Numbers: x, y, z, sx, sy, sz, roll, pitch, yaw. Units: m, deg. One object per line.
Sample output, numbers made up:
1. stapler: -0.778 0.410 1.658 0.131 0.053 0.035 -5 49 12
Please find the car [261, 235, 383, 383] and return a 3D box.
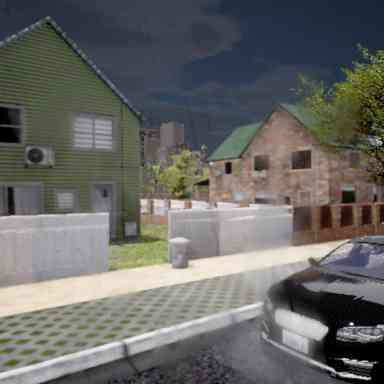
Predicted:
1. car: 3.213 1.509 5.361 4.902 1.511 2.128 0 0 -36
